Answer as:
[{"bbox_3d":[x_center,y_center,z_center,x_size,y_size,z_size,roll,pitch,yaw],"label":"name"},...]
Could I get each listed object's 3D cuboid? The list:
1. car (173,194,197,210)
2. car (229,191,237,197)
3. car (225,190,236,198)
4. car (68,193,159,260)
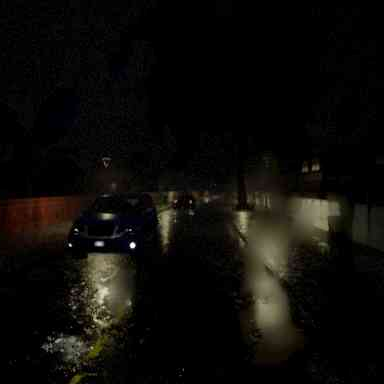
[{"bbox_3d":[-0.702,0.975,35.820,2.097,1.767,4.553,0,1,6],"label":"car"},{"bbox_3d":[11.022,0.590,90.055,1.882,1.535,5.008,0,0,10],"label":"car"},{"bbox_3d":[9.199,0.464,79.823,2.150,2.045,5.566,0,0,10],"label":"car"},{"bbox_3d":[-2.540,1.079,12.154,2.150,2.045,5.566,0,1,2],"label":"car"}]
